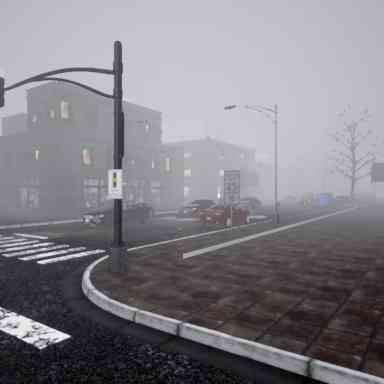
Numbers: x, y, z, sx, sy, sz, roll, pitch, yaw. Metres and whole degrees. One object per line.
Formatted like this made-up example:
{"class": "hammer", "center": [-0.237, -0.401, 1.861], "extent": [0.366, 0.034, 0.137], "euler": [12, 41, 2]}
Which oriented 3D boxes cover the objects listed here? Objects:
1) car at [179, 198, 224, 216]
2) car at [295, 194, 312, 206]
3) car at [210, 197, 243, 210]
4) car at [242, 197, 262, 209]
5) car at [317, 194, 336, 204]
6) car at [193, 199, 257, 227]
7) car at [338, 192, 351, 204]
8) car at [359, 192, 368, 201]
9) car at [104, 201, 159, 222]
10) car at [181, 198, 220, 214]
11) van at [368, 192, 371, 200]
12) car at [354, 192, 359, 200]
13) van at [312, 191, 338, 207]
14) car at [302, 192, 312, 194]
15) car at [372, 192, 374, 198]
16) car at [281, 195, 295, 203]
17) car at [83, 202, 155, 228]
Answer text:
{"class": "car", "center": [0.768, 1.357, 29.456], "extent": [1.812, 1.442, 4.674], "euler": [0, 0, 35]}
{"class": "car", "center": [16.396, 1.273, 46.470], "extent": [1.895, 1.301, 4.718], "euler": [0, 0, 35]}
{"class": "car", "center": [4.086, 1.337, 38.818], "extent": [1.947, 1.339, 4.313], "euler": [0, 1, 35]}
{"class": "car", "center": [6.334, 1.291, 37.512], "extent": [1.812, 1.442, 4.674], "euler": [0, 0, 35]}
{"class": "car", "center": [22.222, 1.082, 54.923], "extent": [1.882, 1.535, 5.008], "euler": [0, 0, 34]}
{"class": "car", "center": [2.241, 1.405, 21.392], "extent": [1.887, 1.381, 4.507], "euler": [0, 1, 35]}
{"class": "car", "center": [23.541, 1.175, 52.248], "extent": [1.947, 1.339, 4.313], "euler": [0, 1, 35]}
{"class": "car", "center": [32.959, 0.942, 65.891], "extent": [1.967, 1.590, 4.097], "euler": [0, 1, 35]}
{"class": "car", "center": [-4.656, 1.457, 26.153], "extent": [1.802, 1.307, 4.206], "euler": [0, 1, 35]}
{"class": "car", "center": [0.947, 1.359, 34.271], "extent": [2.008, 1.369, 4.403], "euler": [0, 1, 35]}
{"class": "van", "center": [36.098, 0.807, 70.437], "extent": [1.690, 1.788, 3.998], "euler": [0, 1, 35]}
{"class": "car", "center": [26.680, 1.118, 56.796], "extent": [1.887, 1.381, 4.507], "euler": [0, 1, 35]}
{"class": "van", "center": [17.262, 1.024, 43.151], "extent": [1.690, 1.788, 3.998], "euler": [0, 1, 35]}
{"class": "car", "center": [22.923, 0.867, 66.103], "extent": [2.192, 1.841, 5.009], "euler": [0, 1, 35]}
{"class": "car", "center": [39.238, 0.976, 74.987], "extent": [1.887, 1.381, 4.507], "euler": [0, 1, 35]}
{"class": "car", "center": [16.644, 1.206, 57.009], "extent": [1.802, 1.307, 4.206], "euler": [0, 1, 35]}
{"class": "car", "center": [-4.735, 1.388, 21.489], "extent": [2.128, 1.511, 4.902], "euler": [0, 0, 35]}
